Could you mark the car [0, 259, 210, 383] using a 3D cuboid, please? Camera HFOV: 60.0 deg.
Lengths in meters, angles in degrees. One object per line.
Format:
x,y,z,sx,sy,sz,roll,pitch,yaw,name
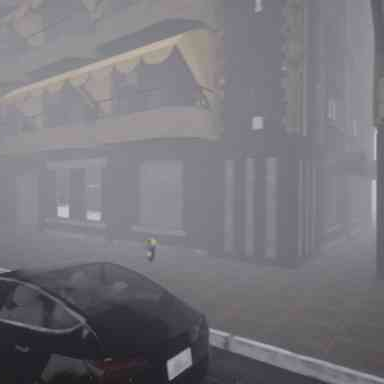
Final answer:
-1.800,1.538,4.160,4.313,1.339,1.947,0,0,36,car
